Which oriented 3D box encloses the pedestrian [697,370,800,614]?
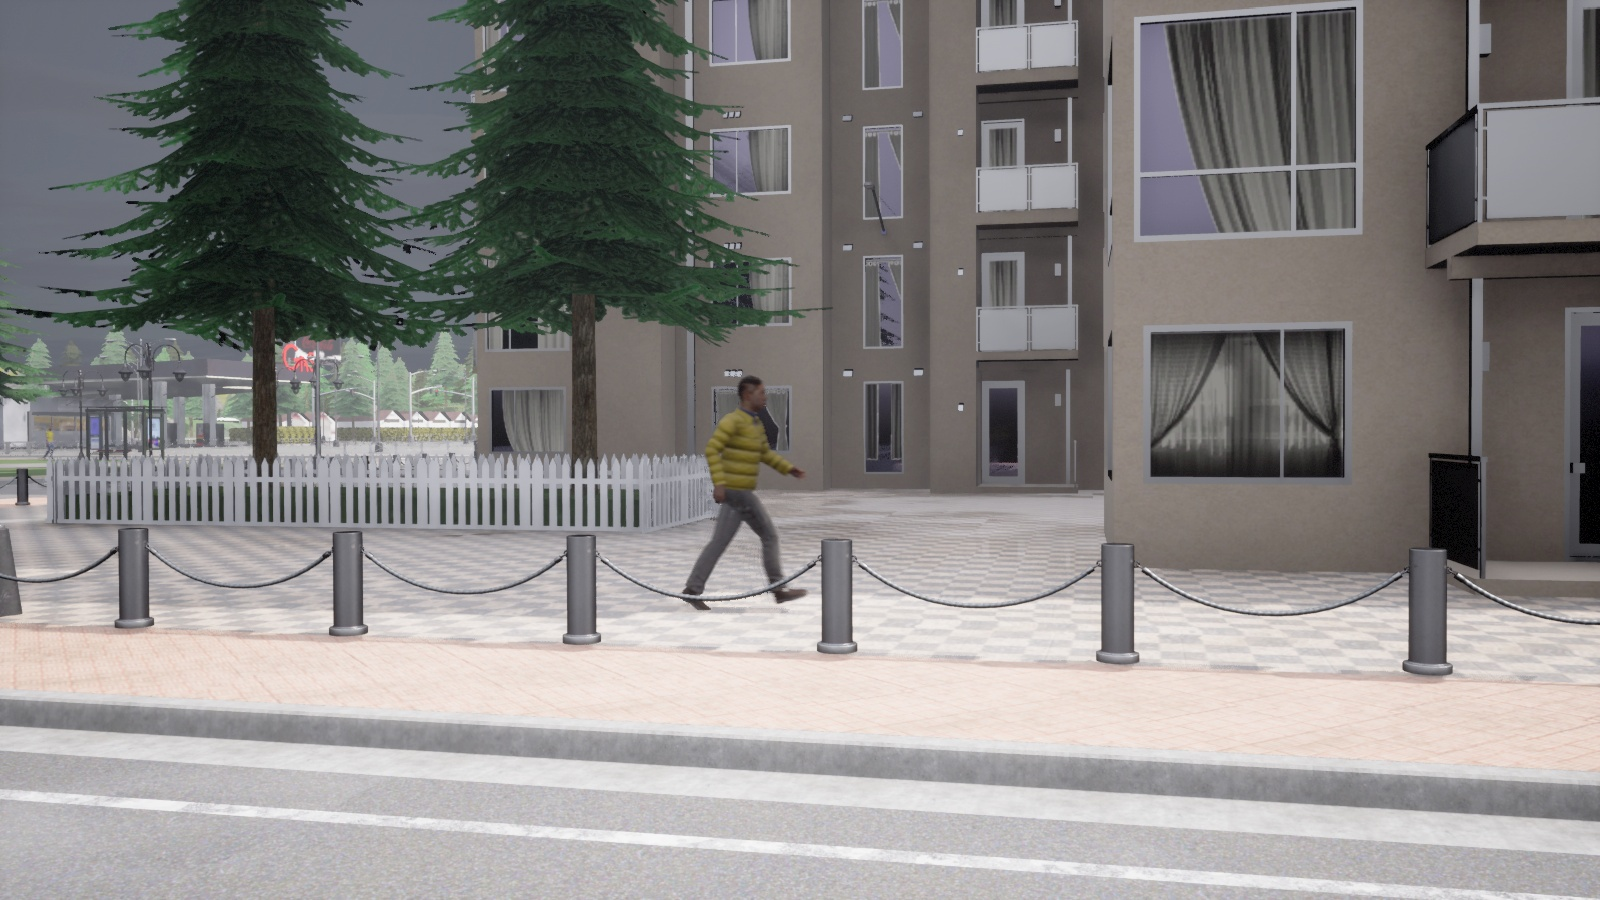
[{"bbox_3d":[-0.394,0.312,9.716,0.709,1.840,0.431,0,1,10],"label":"pedestrian"}]

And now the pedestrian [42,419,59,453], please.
[{"bbox_3d":[-40.272,-0.750,67.485,0.706,1.836,0.354,0,1,10],"label":"pedestrian"}]
